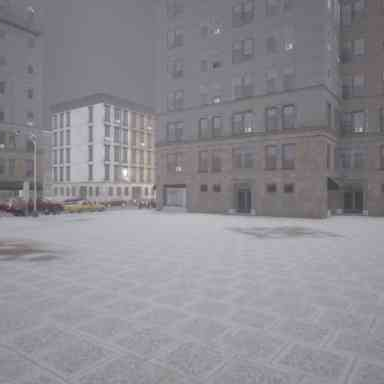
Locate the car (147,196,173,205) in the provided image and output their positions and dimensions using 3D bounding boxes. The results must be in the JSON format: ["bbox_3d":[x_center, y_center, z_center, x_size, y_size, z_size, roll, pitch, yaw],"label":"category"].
[{"bbox_3d":[-5.448,1.523,57.952,1.752,1.417,4.829,0,0,36],"label":"car"}]

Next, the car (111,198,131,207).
[{"bbox_3d":[-11.709,1.539,49.339,1.887,1.381,4.507,0,0,36],"label":"car"}]

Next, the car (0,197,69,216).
[{"bbox_3d":[-14.759,1.342,31.493,2.192,1.841,5.009,0,0,36],"label":"car"}]

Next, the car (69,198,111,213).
[{"bbox_3d":[-11.479,1.554,36.007,1.752,1.417,4.829,0,0,36],"label":"car"}]

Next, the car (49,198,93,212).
[{"bbox_3d":[-14.749,1.508,40.838,1.837,1.490,4.892,0,0,36],"label":"car"}]

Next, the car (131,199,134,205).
[{"bbox_3d":[-8.528,1.436,53.714,1.967,1.590,4.097,0,0,36],"label":"car"}]

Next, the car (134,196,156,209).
[{"bbox_3d":[-5.218,1.472,44.620,1.967,1.590,4.097,0,0,36],"label":"car"}]

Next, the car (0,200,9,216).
[{"bbox_3d":[-17.941,1.577,27.118,2.008,1.369,4.403,0,0,36],"label":"car"}]

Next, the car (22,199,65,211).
[{"bbox_3d":[-18.070,1.542,40.588,2.008,1.369,4.403,0,0,36],"label":"car"}]
